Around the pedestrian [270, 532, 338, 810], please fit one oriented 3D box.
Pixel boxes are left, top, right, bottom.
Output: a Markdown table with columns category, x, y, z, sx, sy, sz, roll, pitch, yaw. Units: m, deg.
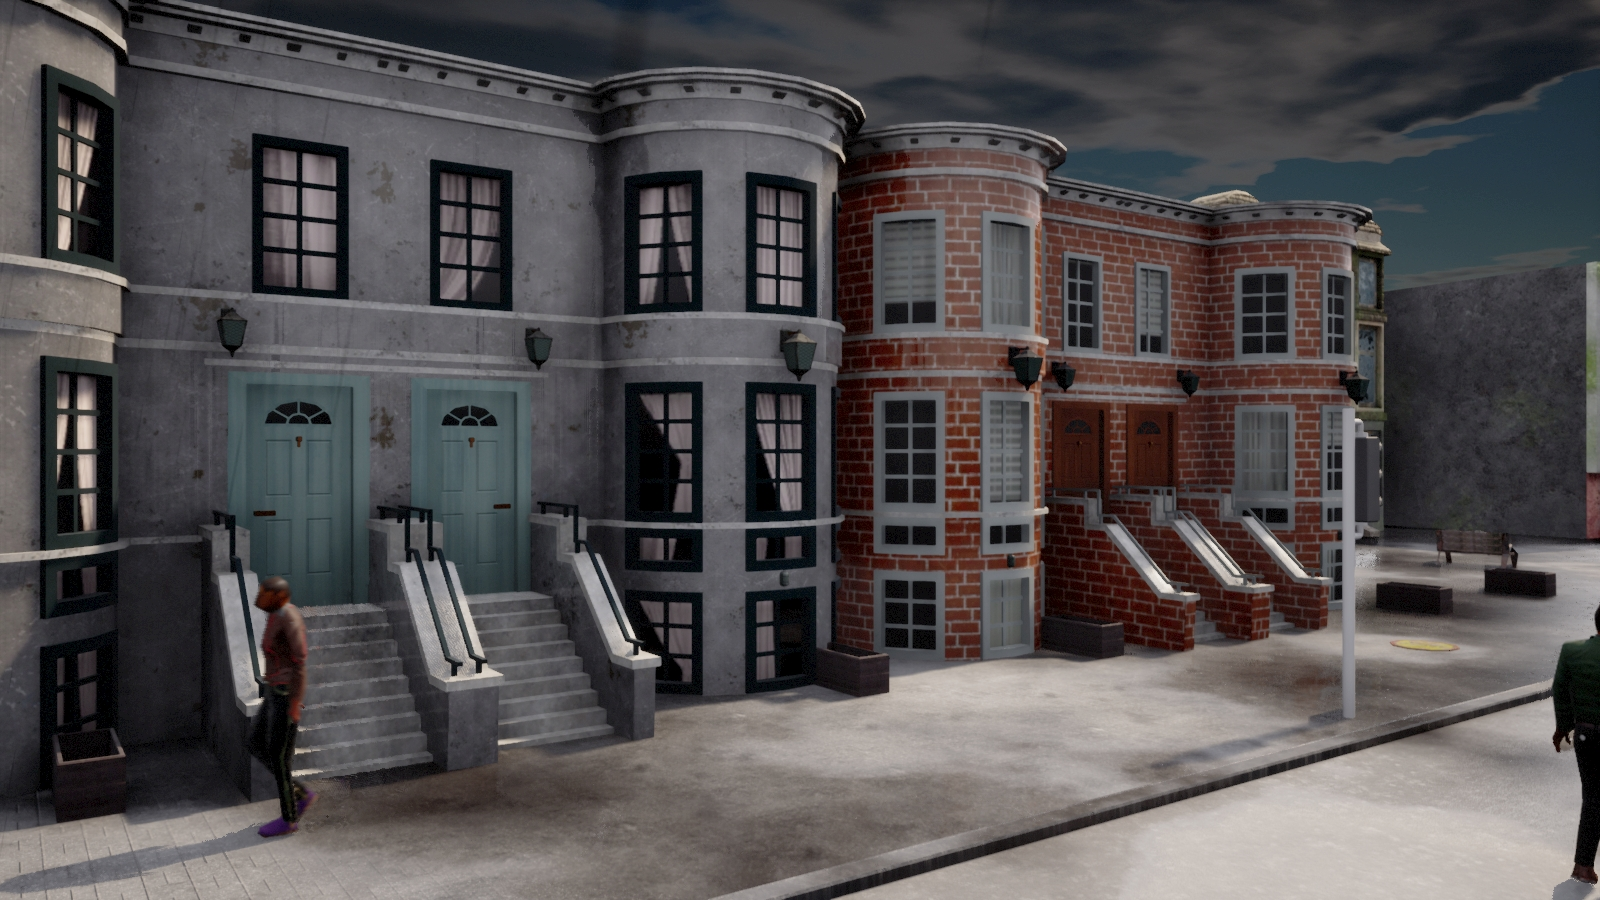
| category | x | y | z | sx | sy | sz | roll | pitch | yaw |
| --- | --- | --- | --- | --- | --- | --- | --- | --- | --- |
| pedestrian | -3.499 | 1.524 | 8.052 | 0.375 | 1.860 | 0.375 | 0 | 0 | -35 |

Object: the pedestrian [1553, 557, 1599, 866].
| category | x | y | z | sx | sy | sz | roll | pitch | yaw |
| --- | --- | --- | --- | --- | --- | --- | --- | --- | --- |
| pedestrian | 5.047 | 1.628 | 7.187 | 0.375 | 1.860 | 0.375 | 0 | 0 | -24 |
